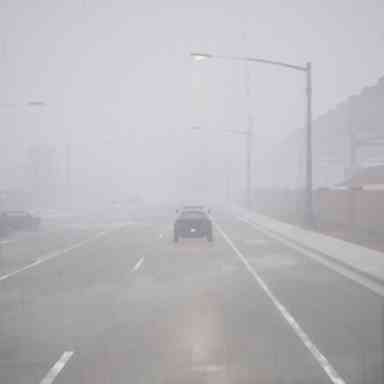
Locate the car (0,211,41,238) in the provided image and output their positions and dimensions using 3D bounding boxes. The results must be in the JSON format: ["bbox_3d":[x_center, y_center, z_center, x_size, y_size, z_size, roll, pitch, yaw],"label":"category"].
[{"bbox_3d":[-10.547,1.759,18.987,1.895,1.301,4.718,0,0,0],"label":"car"}]

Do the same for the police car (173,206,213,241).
[{"bbox_3d":[0.052,1.584,17.873,1.930,1.638,5.238,0,0,0],"label":"police car"}]

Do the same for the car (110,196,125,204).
[{"bbox_3d":[-13.815,1.421,61.427,1.812,1.442,4.674,0,1,0],"label":"car"}]

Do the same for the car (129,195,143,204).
[{"bbox_3d":[-10.315,1.259,61.415,1.882,1.535,5.008,0,1,0],"label":"car"}]
